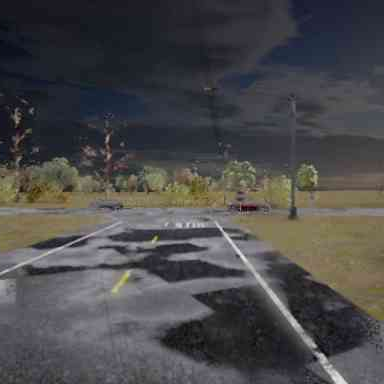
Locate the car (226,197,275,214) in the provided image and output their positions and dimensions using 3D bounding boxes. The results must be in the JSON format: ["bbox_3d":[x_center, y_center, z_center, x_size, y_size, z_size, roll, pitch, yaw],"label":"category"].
[{"bbox_3d":[5.965,1.346,35.374,4.553,1.767,2.097,0,0,-2],"label":"car"}]

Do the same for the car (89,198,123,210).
[{"bbox_3d":[-10.785,1.489,41.960,4.181,1.385,1.994,0,0,-2],"label":"car"}]

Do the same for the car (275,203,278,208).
[{"bbox_3d":[8.373,1.609,42.452,4.718,1.301,1.895,0,0,-2],"label":"car"}]
